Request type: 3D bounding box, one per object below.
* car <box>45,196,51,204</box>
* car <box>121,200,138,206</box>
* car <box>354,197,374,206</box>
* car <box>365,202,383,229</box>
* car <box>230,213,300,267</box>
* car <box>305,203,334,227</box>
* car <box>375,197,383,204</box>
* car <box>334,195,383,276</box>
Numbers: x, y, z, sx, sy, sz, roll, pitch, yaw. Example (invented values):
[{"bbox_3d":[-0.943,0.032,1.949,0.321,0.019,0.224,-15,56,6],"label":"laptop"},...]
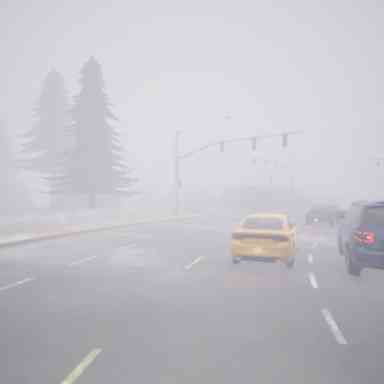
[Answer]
[{"bbox_3d":[-24.260,1.431,58.560,4.674,1.442,1.812,0,0,41],"label":"car"},{"bbox_3d":[-10.135,1.491,50.967,4.892,1.490,1.837,0,0,41],"label":"car"},{"bbox_3d":[31.049,1.668,60.106,2.128,1.511,4.902,0,0,40],"label":"car"},{"bbox_3d":[13.553,1.563,22.919,1.882,1.535,5.008,0,0,39],"label":"car"},{"bbox_3d":[2.690,1.490,11.705,1.882,1.535,5.008,0,0,20],"label":"car"},{"bbox_3d":[9.540,1.564,23.479,1.837,1.490,4.892,0,0,38],"label":"car"},{"bbox_3d":[41.068,1.736,71.928,1.812,1.442,4.674,0,0,40],"label":"car"},{"bbox_3d":[5.766,1.253,10.123,2.150,2.045,5.566,0,0,20],"label":"car"}]
